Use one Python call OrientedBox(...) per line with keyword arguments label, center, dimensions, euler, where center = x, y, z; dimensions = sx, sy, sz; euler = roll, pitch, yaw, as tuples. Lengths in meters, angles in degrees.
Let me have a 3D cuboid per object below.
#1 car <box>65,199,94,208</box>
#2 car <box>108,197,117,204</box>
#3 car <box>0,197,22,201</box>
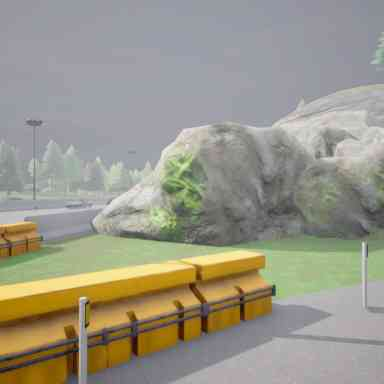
OrientedBox(label="car", center=(-15.788, 1.601, 47.076), dimensions=(1.895, 1.301, 4.718), euler=(0, 0, 11))
OrientedBox(label="car", center=(-11.291, 1.504, 51.678), dimensions=(1.837, 1.490, 4.892), euler=(0, 0, 11))
OrientedBox(label="car", center=(-26.503, 1.477, 47.967), dimensions=(1.882, 1.535, 5.008), euler=(0, 0, 12))
